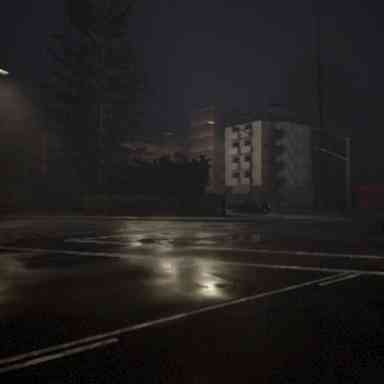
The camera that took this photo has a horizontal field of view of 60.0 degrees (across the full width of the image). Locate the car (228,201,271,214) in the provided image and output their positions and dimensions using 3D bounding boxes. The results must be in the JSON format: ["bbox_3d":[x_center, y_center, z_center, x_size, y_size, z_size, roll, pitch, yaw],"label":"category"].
[{"bbox_3d":[6.062,1.577,35.158,1.895,1.301,4.718,0,0,-35],"label":"car"}]
